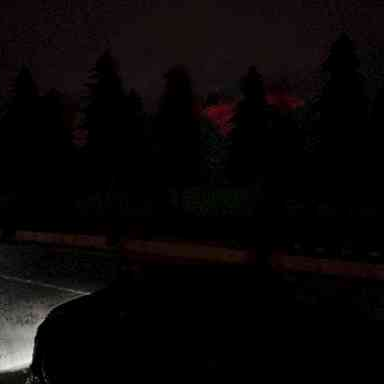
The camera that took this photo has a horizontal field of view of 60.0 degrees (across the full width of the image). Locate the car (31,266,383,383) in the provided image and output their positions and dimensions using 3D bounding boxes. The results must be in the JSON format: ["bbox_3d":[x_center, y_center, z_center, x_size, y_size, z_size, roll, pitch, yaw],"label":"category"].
[{"bbox_3d":[0.131,1.572,3.654,4.181,1.385,1.994,0,0,34],"label":"car"}]
